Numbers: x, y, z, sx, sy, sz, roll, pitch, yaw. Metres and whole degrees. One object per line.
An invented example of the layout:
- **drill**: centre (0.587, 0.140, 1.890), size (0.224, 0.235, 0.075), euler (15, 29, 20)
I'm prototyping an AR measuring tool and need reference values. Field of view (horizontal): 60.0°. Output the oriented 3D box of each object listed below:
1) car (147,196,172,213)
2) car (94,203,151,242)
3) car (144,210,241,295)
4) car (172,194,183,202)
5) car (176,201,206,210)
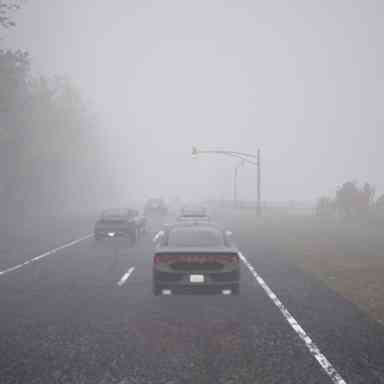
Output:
- **car**: centre (-3.446, 1.363, 33.042), size (2.097, 1.767, 4.553), euler (0, 0, 0)
- **car**: centre (-3.423, 1.513, 16.511), size (1.837, 1.490, 4.892), euler (0, 0, 0)
- **car**: centre (0.087, 1.481, 8.782), size (1.882, 1.535, 5.008), euler (0, 0, 0)
- **car**: centre (-3.538, 1.368, 71.048), size (2.097, 1.767, 4.553), euler (0, 0, 0)
- **car**: centre (0.084, 1.500, 18.717), size (2.128, 1.511, 4.902), euler (0, 0, 0)
